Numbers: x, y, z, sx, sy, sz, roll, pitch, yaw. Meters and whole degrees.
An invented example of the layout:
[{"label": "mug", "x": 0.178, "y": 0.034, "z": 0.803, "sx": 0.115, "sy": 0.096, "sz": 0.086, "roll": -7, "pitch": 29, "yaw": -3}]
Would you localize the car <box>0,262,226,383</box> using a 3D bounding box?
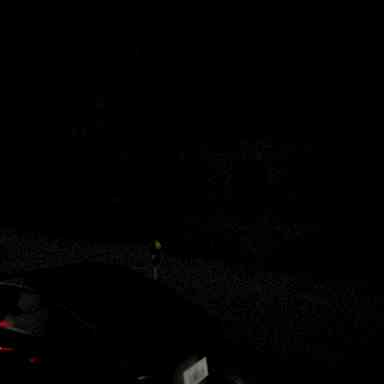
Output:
[{"label": "car", "x": -1.658, "y": 1.544, "z": 3.989, "sx": 4.313, "sy": 1.339, "sz": 1.947, "roll": 0, "pitch": 0, "yaw": 35}]
